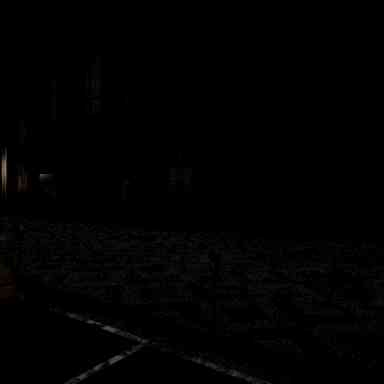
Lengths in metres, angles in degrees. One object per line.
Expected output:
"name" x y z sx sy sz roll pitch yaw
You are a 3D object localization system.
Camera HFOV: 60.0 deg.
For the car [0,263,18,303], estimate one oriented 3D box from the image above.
"car" -5.457 1.528 6.871 4.829 1.417 1.752 0 0 36
